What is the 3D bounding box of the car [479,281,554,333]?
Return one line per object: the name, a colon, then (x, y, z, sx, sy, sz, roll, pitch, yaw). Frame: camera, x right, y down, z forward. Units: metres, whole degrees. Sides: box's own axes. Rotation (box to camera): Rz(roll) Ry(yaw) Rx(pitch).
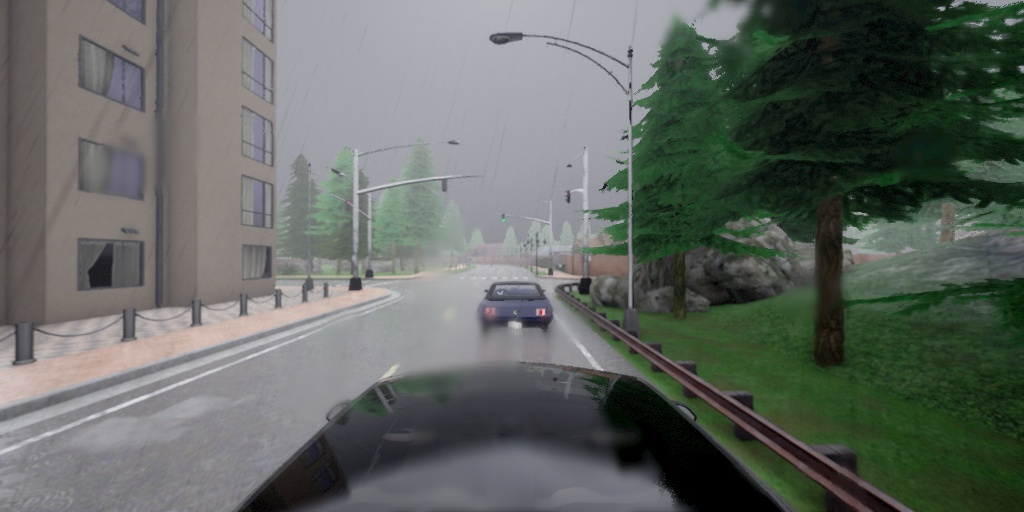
car: (0.096, 1.415, 10.990, 1.895, 1.301, 4.718, 0, 0, 0)
